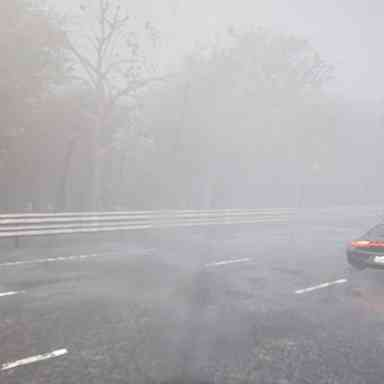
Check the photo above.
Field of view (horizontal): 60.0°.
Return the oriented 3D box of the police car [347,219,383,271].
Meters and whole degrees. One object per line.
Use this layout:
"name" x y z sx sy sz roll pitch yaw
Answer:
"police car" 6.791 1.657 10.643 2.038 1.542 4.974 0 0 44
